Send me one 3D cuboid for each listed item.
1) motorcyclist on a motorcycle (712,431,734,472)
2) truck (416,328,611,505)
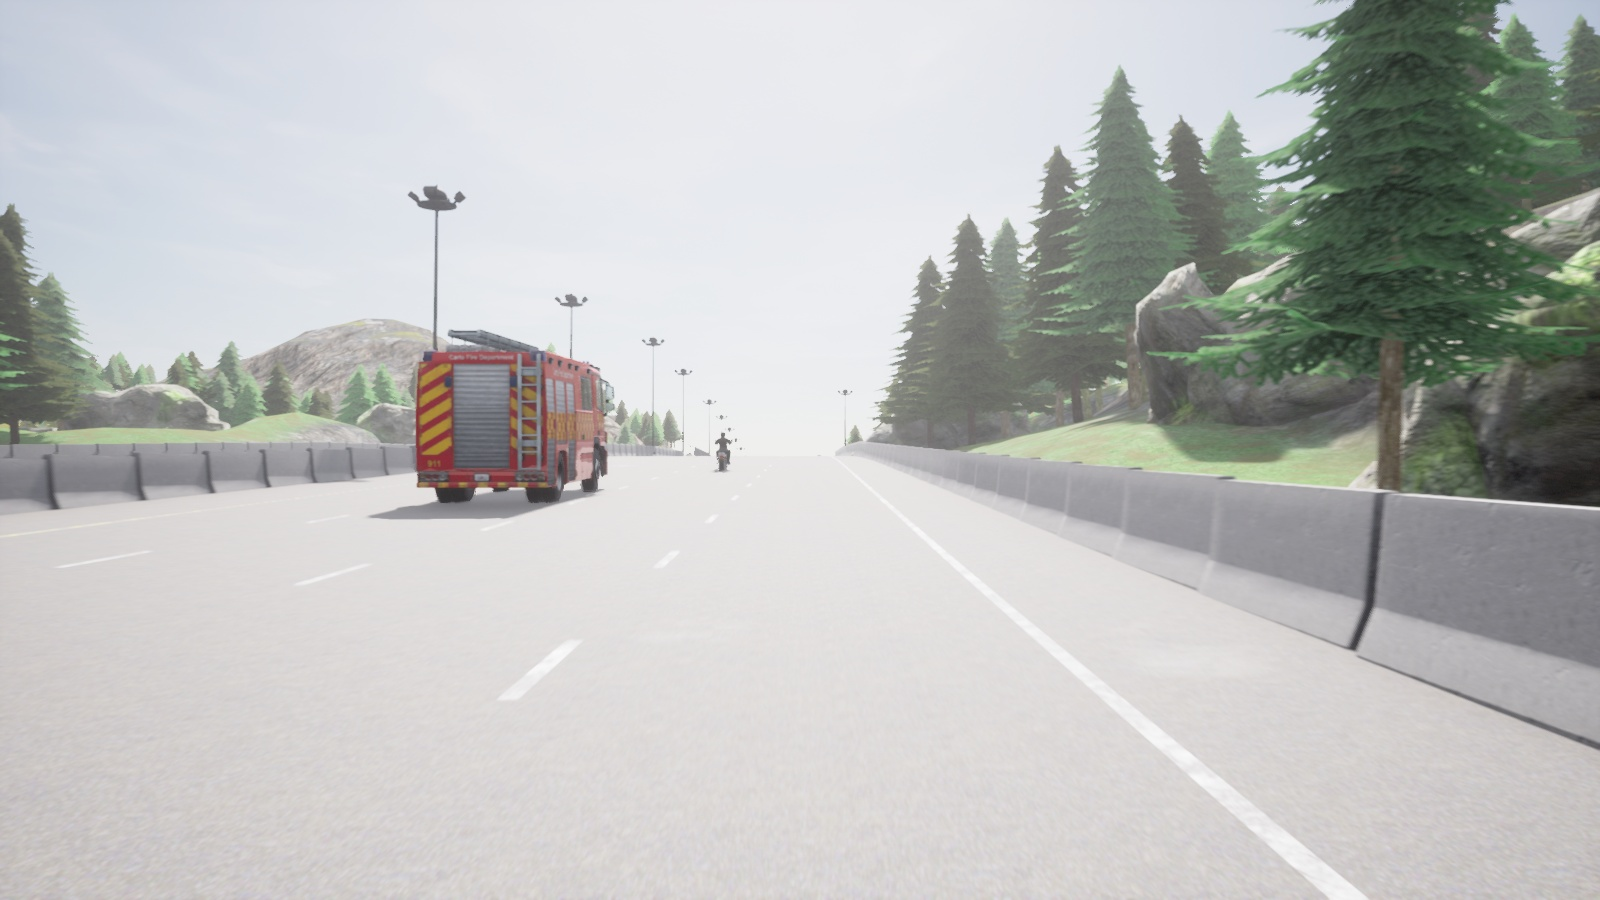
[{"bbox_3d":[-3.186,0.046,52.327,0.766,1.649,2.350,0,1,0],"label":"motorcyclist on a motorcycle"},{"bbox_3d":[-6.806,-0.779,31.274,2.891,3.827,8.468,0,1,0],"label":"truck"}]
